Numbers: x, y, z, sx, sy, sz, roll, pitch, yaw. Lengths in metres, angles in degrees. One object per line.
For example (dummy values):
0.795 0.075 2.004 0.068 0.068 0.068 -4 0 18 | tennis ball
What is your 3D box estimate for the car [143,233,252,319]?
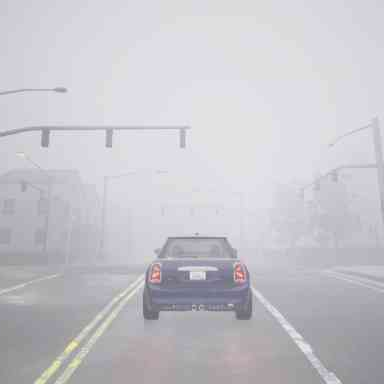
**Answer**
0.106 1.810 8.262 2.097 1.767 4.553 0 -7 0 | car
